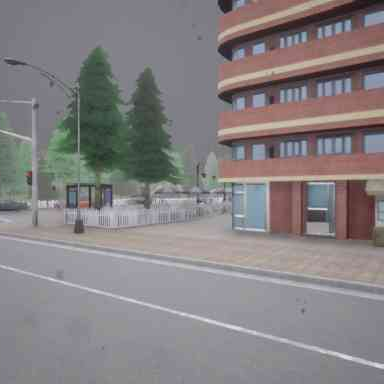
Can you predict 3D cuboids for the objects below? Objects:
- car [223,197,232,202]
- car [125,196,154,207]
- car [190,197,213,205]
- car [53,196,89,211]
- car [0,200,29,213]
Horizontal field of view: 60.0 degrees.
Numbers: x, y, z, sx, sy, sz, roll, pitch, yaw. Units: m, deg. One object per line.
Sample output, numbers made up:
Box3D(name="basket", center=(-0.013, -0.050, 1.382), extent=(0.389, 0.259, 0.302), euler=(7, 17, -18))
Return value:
Box3D(name="car", center=(8.064, 1.520, 63.722), extent=(4.181, 1.385, 1.994), euler=(0, 0, -25))
Box3D(name="car", center=(-8.011, 1.436, 50.989), extent=(2.128, 1.511, 4.902), euler=(0, 0, 40))
Box3D(name="car", center=(1.460, 1.508, 55.414), extent=(4.181, 1.385, 1.994), euler=(0, 0, -37))
Box3D(name="car", center=(-13.398, 1.296, 37.961), extent=(2.097, 1.767, 4.553), euler=(0, 0, 36))
Box3D(name="car", center=(-20.013, 1.492, 34.730), extent=(2.033, 1.411, 5.357), euler=(0, 0, 35))
